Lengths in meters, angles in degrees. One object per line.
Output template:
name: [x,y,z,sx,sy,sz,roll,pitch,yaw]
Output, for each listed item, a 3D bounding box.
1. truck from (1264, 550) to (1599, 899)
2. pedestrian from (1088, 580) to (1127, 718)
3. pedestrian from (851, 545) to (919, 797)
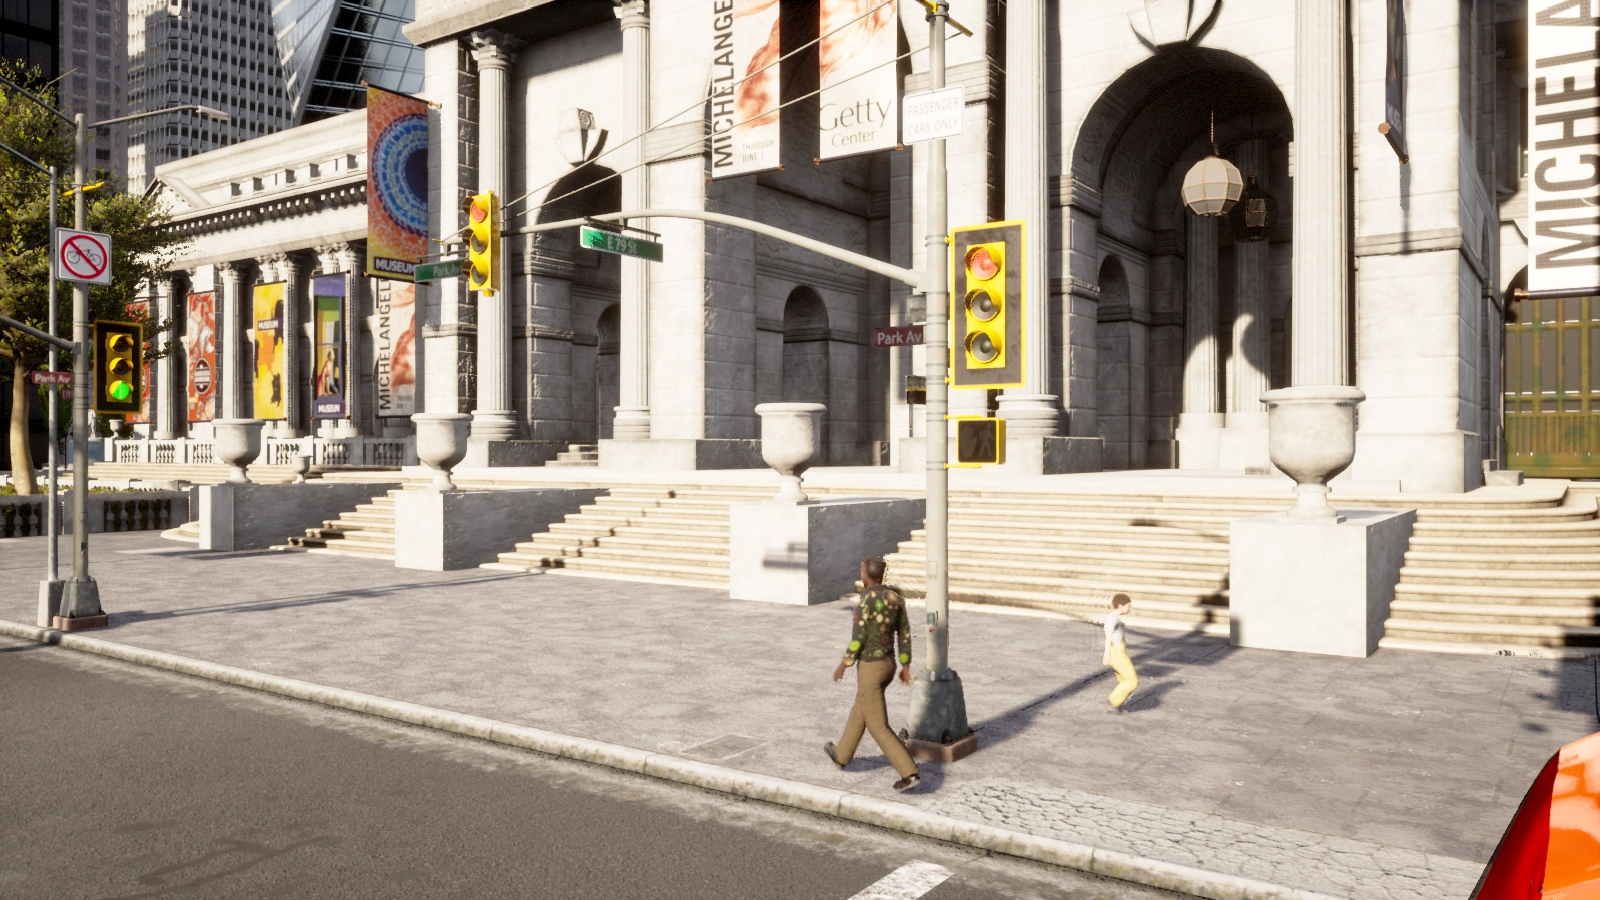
truck: [3.575,1.567,1.278,5.204,2.467,2.627,0,0,35]
pedestrian: [3.069,1.975,11.419,0.375,1.300,0.375,0,0,14]
pedestrian: [0.663,1.694,8.909,0.375,1.860,0.375,0,0,-42]
